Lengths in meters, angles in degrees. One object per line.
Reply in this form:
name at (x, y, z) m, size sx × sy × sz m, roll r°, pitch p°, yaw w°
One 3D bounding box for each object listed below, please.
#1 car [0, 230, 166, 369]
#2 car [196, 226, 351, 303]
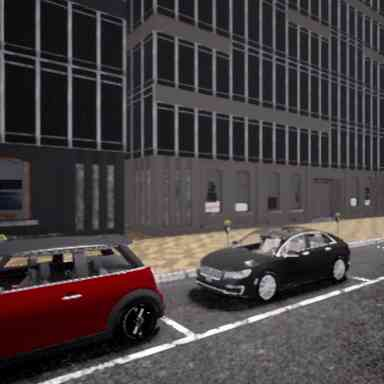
car at (-2.508, 1.440, 4.772) m, size 4.097 × 1.590 × 1.967 m, roll 0°, pitch 0°, yaw -36°
car at (2.125, 1.547, 8.079) m, size 4.403 × 1.369 × 2.008 m, roll 0°, pitch 0°, yaw -36°
